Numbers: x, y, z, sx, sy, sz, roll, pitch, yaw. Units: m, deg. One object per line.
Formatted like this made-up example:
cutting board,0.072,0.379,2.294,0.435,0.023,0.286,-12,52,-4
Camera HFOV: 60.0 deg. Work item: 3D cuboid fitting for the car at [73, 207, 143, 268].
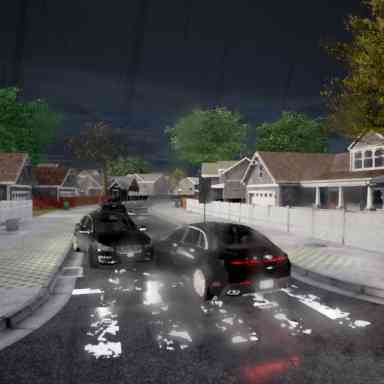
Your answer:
car,-2.878,1.493,11.512,1.837,1.490,4.892,1,0,-28

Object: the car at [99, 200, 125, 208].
car,-4.824,1.498,20.502,1.837,1.490,4.892,0,0,-15

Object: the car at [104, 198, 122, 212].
car,-9.368,1.523,39.798,1.812,1.442,4.674,0,0,-10

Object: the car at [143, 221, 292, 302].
car,0.401,1.506,8.469,1.837,1.490,4.892,0,0,-24
